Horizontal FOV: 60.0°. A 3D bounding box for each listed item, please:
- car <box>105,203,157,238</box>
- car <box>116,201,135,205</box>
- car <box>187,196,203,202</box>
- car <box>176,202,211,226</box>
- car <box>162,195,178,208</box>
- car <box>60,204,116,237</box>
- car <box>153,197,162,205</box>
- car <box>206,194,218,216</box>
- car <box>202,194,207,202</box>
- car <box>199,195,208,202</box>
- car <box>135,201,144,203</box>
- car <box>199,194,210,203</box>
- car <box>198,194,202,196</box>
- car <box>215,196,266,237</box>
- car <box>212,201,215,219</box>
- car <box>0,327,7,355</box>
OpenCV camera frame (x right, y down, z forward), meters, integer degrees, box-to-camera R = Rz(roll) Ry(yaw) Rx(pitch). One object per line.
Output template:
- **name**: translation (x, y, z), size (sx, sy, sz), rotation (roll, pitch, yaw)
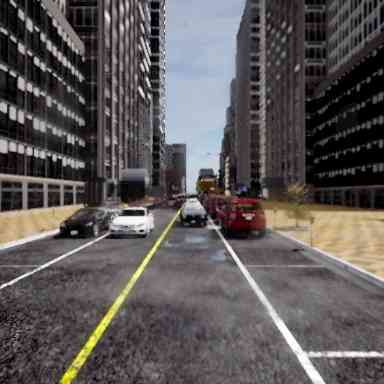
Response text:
- **car**: translation (-3.102, 1.542, 18.026), size (1.812, 1.442, 4.674), rotation (0, 0, 0)
- **car**: translation (-5.684, 1.573, 23.757), size (2.008, 1.369, 4.403), rotation (0, 0, 0)
- **car**: translation (0.104, 1.559, 39.732), size (1.812, 1.442, 4.674), rotation (0, 0, 0)
- **car**: translation (0.103, 1.622, 23.563), size (1.895, 1.301, 4.718), rotation (0, 0, 0)
- **car**: translation (-3.069, 1.568, 50.337), size (1.812, 1.442, 4.674), rotation (0, 0, 0)
- **car**: translation (-5.684, 1.583, 18.218), size (1.947, 1.339, 4.313), rotation (0, 0, 0)
- **car**: translation (-5.681, 1.630, 56.994), size (1.802, 1.307, 4.206), rotation (0, 0, 0)
- **car**: translation (2.698, 1.341, 29.297), size (2.192, 1.841, 5.009), rotation (0, 0, 0)
- **car**: translation (2.699, 1.349, 40.376), size (2.192, 1.841, 5.009), rotation (0, 0, 0)
- **car**: translation (2.702, 1.503, 79.150), size (1.967, 1.590, 4.097), rotation (0, 0, 0)
- **car**: translation (-5.682, 1.613, 34.836), size (1.802, 1.307, 4.206), rotation (0, 0, 0)
- **car**: translation (2.702, 1.374, 73.611), size (2.192, 1.841, 5.009), rotation (0, 0, 0)
- **car**: translation (2.701, 1.621, 68.072), size (1.947, 1.339, 4.313), rotation (0, 0, 0)
- **car**: translation (2.697, 1.331, 18.218), size (2.192, 1.841, 5.009), rotation (0, 0, 0)
- **car**: translation (2.697, 1.566, 23.757), size (1.887, 1.381, 4.507), rotation (0, 0, 0)
- **car**: translation (-3.096, 1.549, 1.536), size (2.033, 1.411, 5.357), rotation (0, 0, 0)
